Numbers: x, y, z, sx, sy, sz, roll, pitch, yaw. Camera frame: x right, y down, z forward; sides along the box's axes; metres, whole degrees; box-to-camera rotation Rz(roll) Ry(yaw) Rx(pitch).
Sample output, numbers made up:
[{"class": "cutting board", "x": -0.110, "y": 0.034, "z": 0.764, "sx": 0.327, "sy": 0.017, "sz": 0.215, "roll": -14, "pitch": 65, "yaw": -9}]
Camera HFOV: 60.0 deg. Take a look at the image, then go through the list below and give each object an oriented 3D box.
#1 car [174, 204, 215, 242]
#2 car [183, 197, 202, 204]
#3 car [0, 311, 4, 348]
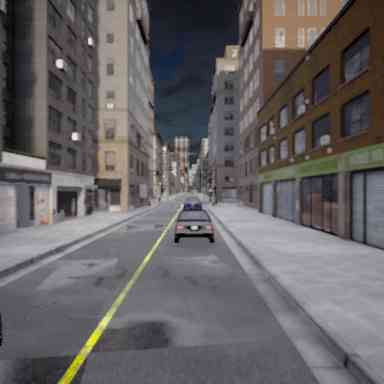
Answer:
[{"class": "car", "x": 0.098, "y": 1.530, "z": 16.344, "sx": 2.033, "sy": 1.411, "sz": 5.357, "roll": 0, "pitch": 0, "yaw": 0}, {"class": "car", "x": 0.095, "y": 1.310, "z": 37.936, "sx": 2.097, "sy": 1.767, "sz": 4.553, "roll": 0, "pitch": 0, "yaw": 0}, {"class": "car", "x": -3.102, "y": 1.599, "z": 1.606, "sx": 1.895, "sy": 1.301, "sz": 4.718, "roll": 0, "pitch": 0, "yaw": 0}]
